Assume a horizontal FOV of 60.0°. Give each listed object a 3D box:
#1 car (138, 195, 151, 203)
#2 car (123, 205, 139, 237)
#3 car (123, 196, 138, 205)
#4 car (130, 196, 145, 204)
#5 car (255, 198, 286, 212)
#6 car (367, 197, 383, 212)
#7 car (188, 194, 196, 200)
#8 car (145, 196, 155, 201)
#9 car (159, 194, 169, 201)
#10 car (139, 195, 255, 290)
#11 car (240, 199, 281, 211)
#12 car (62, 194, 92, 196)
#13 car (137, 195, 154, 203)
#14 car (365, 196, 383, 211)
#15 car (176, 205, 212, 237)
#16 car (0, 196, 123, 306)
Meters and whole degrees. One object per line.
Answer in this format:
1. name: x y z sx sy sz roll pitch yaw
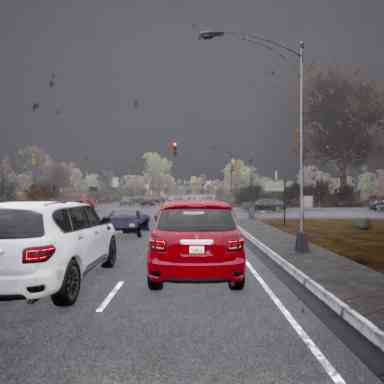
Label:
1. car: -10.557 1.522 74.511 2.128 1.511 4.902 0 0 0
2. car: -3.413 1.600 17.901 1.895 1.301 4.718 0 0 0
3. car: -10.629 1.502 54.926 1.837 1.490 4.892 0 0 0
4. car: -10.589 1.545 64.669 2.033 1.411 5.357 0 0 1
5. car: 8.095 1.503 37.616 4.892 1.490 1.837 0 0 0
6. car: 22.241 1.555 37.098 4.181 1.385 1.994 0 0 3
7. car: -0.042 1.351 94.321 2.097 1.767 4.553 0 0 0
8. car: -10.563 1.592 84.557 1.895 1.301 4.718 0 0 0
9. car: -7.063 1.352 84.192 2.097 1.767 4.553 0 0 0
10. car: 0.091 1.221 9.194 2.150 2.045 5.566 0 0 0
11. car: 8.466 1.599 41.349 4.718 1.301 1.895 0 0 3
12. car: -14.354 1.220 39.117 5.566 2.045 2.150 0 0 3
13. car: -7.123 1.545 54.533 2.033 1.411 5.357 0 0 0
14. car: 23.872 1.341 40.523 4.553 1.767 2.097 0 0 3
15. car: 0.086 1.525 18.888 1.812 1.442 4.674 0 0 0
16. car: -3.406 1.221 8.133 2.150 2.045 5.566 0 0 0
